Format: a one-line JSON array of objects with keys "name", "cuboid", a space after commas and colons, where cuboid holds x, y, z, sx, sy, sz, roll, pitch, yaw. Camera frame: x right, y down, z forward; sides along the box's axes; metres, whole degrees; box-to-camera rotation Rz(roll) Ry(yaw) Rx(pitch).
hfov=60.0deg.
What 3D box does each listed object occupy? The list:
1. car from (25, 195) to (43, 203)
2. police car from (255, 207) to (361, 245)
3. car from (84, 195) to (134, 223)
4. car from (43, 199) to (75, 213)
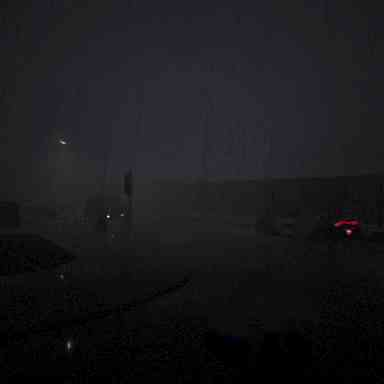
[{"name": "car", "cuboid": [-23.007, 1.073, 48.529, 2.097, 1.767, 4.553, 0, 0, -36]}, {"name": "police car", "cuboid": [5.184, 1.509, 15.898, 2.038, 1.542, 4.974, 0, 0, -36]}, {"name": "car", "cuboid": [-6.380, 1.221, 25.048, 2.150, 2.045, 5.566, 0, 0, -36]}, {"name": "car", "cuboid": [-14.157, 1.487, 35.967, 2.128, 1.511, 4.902, 0, 0, -35]}]
